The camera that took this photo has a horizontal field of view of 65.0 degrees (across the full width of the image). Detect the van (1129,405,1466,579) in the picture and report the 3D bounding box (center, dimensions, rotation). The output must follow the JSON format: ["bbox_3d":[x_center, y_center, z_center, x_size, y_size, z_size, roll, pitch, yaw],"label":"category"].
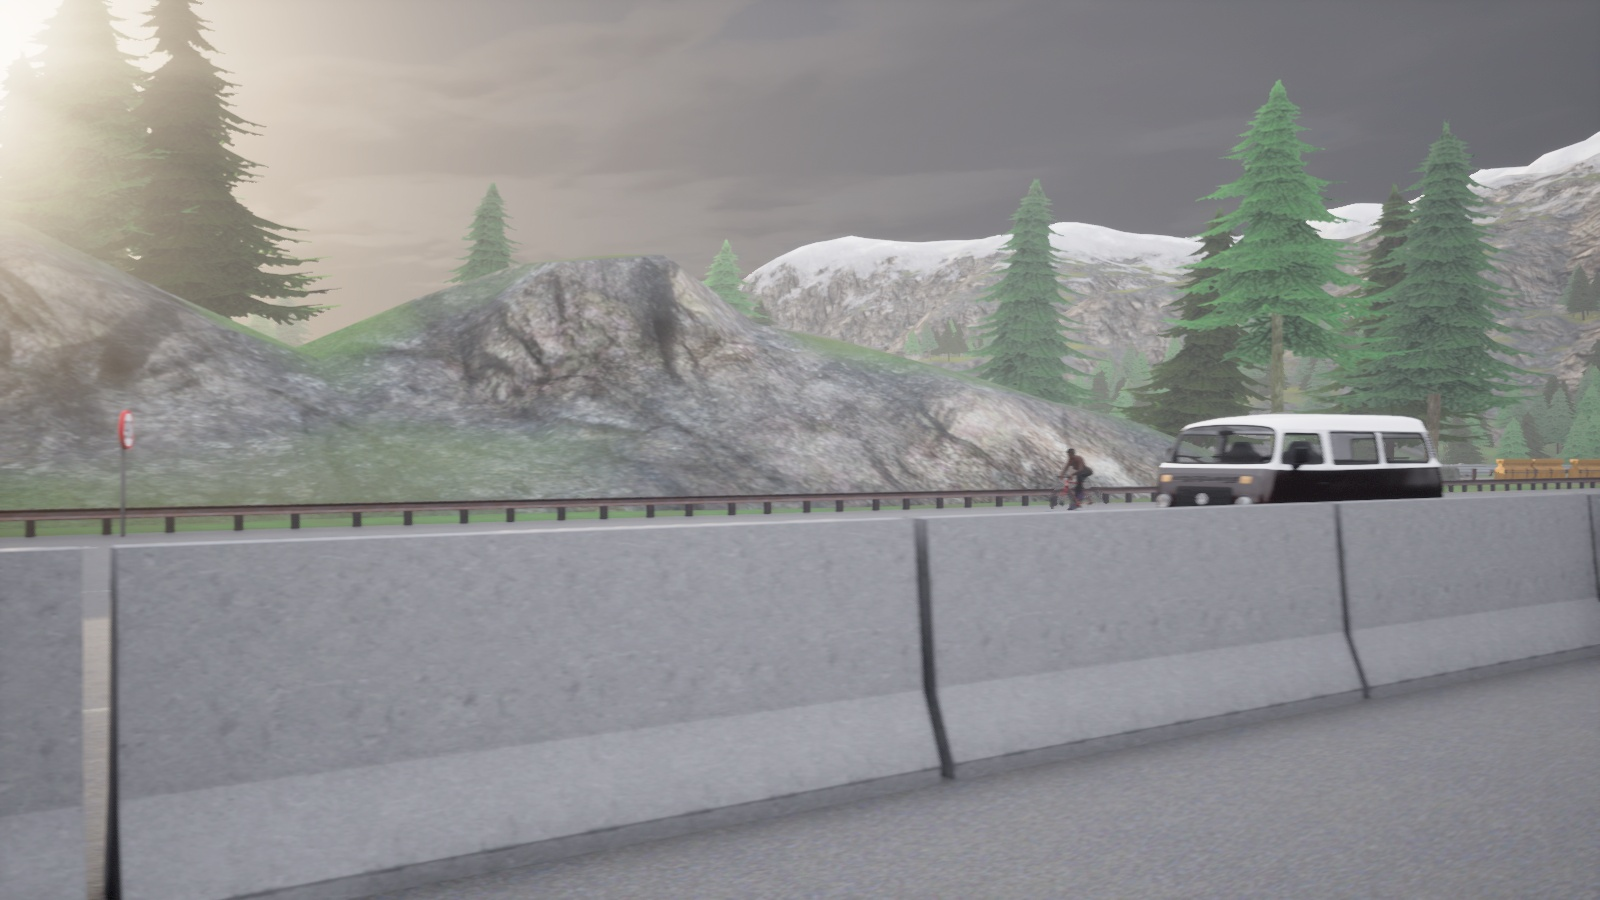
[{"bbox_3d":[6.746,0.495,16.884,4.480,2.038,2.069,0,0,-35],"label":"van"}]

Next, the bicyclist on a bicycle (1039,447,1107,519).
[{"bbox_3d":[6.411,0.756,29.443,1.656,1.620,0.582,0,0,-35],"label":"bicyclist on a bicycle"}]
